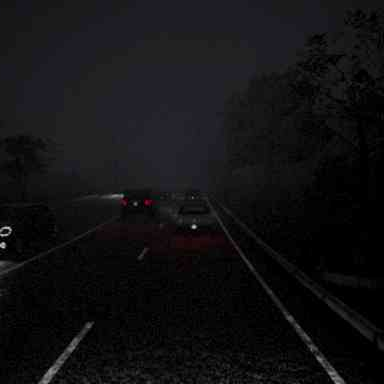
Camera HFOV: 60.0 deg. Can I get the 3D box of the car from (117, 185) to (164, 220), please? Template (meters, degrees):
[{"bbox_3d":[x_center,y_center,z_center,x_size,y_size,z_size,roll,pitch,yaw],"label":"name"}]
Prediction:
[{"bbox_3d":[-3.491,0.702,23.320,2.150,2.045,5.566,0,3,0],"label":"car"}]

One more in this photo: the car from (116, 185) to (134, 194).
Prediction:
[{"bbox_3d":[-10.568,-0.398,52.669,1.895,1.301,4.718,0,3,0],"label":"car"}]

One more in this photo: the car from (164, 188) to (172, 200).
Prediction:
[{"bbox_3d":[-3.435,0.215,40.510,1.895,1.301,4.718,0,3,0],"label":"car"}]

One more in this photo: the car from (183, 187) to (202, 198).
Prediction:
[{"bbox_3d":[0.097,0.237,38.211,1.837,1.490,4.892,0,4,0],"label":"car"}]

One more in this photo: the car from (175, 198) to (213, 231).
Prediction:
[{"bbox_3d":[0.099,1.320,18.530,1.895,1.301,4.718,0,3,0],"label":"car"}]

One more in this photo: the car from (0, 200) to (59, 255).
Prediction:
[{"bbox_3d":[-7.022,1.270,13.031,2.097,1.767,4.553,0,2,0],"label":"car"}]

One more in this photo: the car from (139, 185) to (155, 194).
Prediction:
[{"bbox_3d":[-7.070,-0.437,52.715,1.994,1.385,4.181,0,3,0],"label":"car"}]
